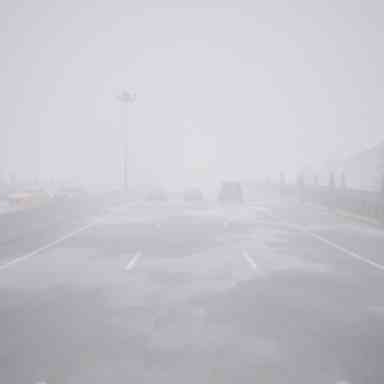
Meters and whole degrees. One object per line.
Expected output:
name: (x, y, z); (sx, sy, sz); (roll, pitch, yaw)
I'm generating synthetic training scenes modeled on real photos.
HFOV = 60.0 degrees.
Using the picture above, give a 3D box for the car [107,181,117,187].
car: (-17.492, -1.770, 73.993); (1.994, 1.385, 4.181); (0, 1, 0)

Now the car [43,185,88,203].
car: (-10.592, 0.235, 28.782); (2.097, 1.767, 4.553); (0, 3, 0)

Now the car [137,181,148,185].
car: (-10.492, -1.611, 71.144); (1.837, 1.490, 4.892); (0, 1, 0)

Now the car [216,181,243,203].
car: (3.597, -0.071, 32.355); (2.150, 2.045, 5.566); (0, 3, 0)

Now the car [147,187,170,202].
car: (-3.405, 0.181, 34.101); (1.994, 1.385, 4.181); (0, 3, 0)

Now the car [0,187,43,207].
car: (-14.093, 0.351, 28.937); (1.882, 1.535, 5.008); (0, 3, 0)

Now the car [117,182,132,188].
car: (-13.992, -1.504, 70.686); (1.895, 1.301, 4.718); (0, 2, 0)

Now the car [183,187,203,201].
car: (0.095, 0.173, 34.292); (1.994, 1.385, 4.181); (0, 3, 0)
